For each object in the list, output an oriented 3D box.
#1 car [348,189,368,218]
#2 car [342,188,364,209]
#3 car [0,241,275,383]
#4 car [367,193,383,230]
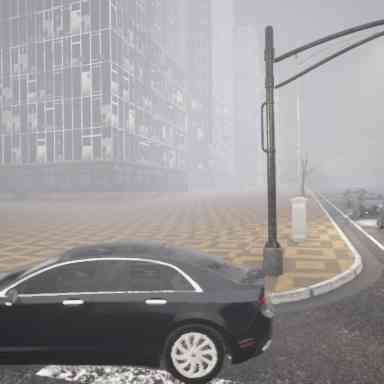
[{"bbox_3d":[11.123,0.768,20.406,1.994,1.385,4.181,-1,2,17],"label":"car"},{"bbox_3d":[13.213,0.453,26.688,2.128,1.511,4.902,-1,2,18],"label":"car"},{"bbox_3d":[-1.330,1.506,4.781,4.892,1.490,1.837,0,0,1],"label":"car"},{"bbox_3d":[8.781,0.968,13.329,2.128,1.511,4.902,-1,2,18],"label":"car"}]
